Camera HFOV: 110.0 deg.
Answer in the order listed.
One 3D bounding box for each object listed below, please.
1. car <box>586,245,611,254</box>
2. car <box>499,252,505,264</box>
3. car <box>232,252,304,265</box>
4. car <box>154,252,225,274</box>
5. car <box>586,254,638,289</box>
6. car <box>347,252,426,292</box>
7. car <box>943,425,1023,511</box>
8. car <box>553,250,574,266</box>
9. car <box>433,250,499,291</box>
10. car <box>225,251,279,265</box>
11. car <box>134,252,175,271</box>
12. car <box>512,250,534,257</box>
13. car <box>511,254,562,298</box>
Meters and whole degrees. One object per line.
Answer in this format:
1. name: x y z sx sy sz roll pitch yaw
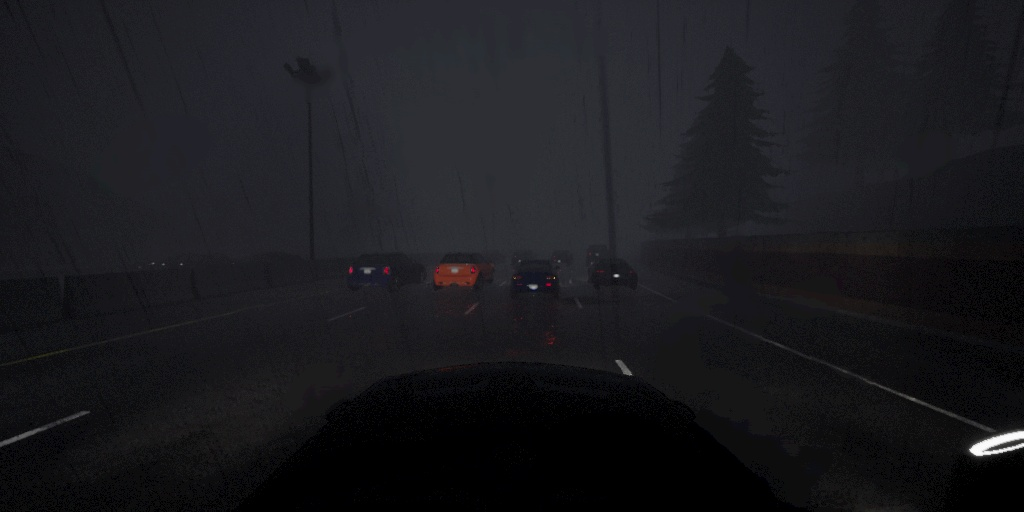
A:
1. car: 8.507 -0.110 35.274 2.150 2.045 5.566 0 2 16
2. car: -2.101 0.115 36.138 1.882 1.535 5.008 0 2 15
3. car: -15.604 0.624 24.040 1.895 1.301 4.718 0 2 9
4. car: -22.350 0.555 26.090 1.895 1.301 4.718 0 2 9
5. car: 4.932 0.791 17.962 1.994 1.385 4.181 0 2 8
6. car: -5.764 0.605 17.030 2.097 1.767 4.553 0 2 7
7. car: 3.669 1.151 0.215 2.097 1.767 4.553 0 2 0
8. car: 5.021 0.160 35.671 1.837 1.490 4.892 0 2 15
9. car: -2.184 0.591 17.497 2.097 1.767 4.553 0 2 7
10. car: -18.567 0.420 27.331 1.837 1.490 4.892 0 2 11
11. car: -25.661 0.436 27.397 1.812 1.442 4.674 0 2 10
12. car: 1.321 0.167 35.402 1.837 1.490 4.892 0 2 15
13. car: 1.021 0.845 15.035 1.812 1.442 4.674 0 2 6
